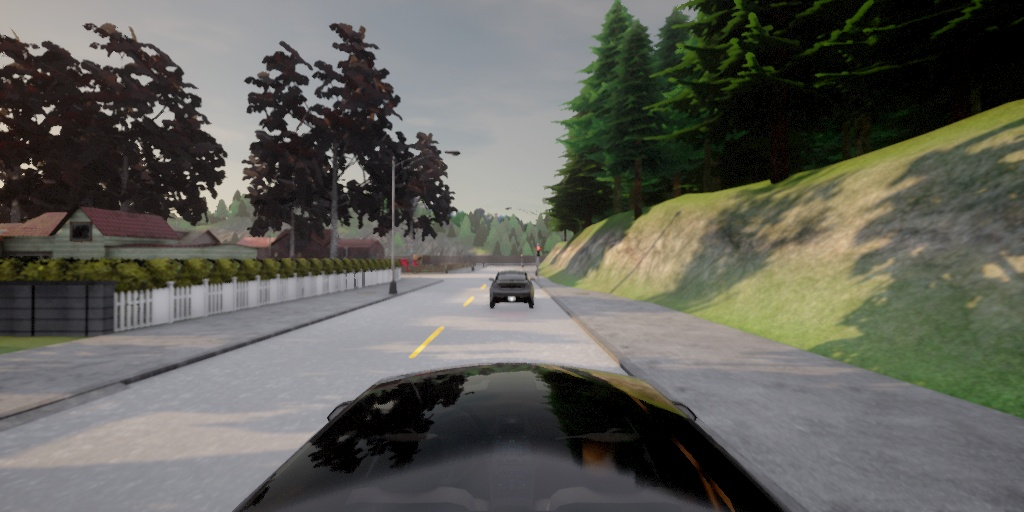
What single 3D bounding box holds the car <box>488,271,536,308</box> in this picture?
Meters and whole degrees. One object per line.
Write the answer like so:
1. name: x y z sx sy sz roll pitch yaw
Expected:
1. car: 0.000 1.393 16.164 1.837 1.490 4.892 0 0 0
